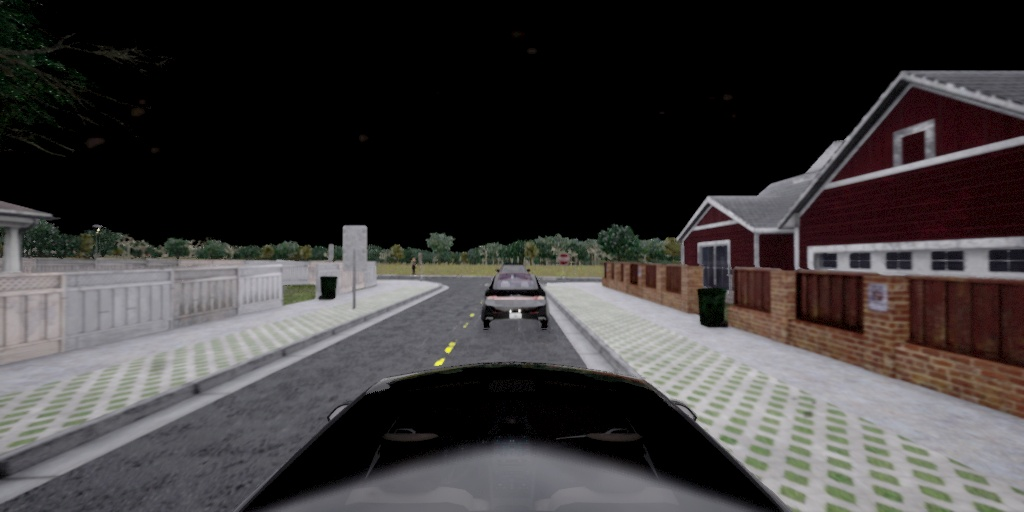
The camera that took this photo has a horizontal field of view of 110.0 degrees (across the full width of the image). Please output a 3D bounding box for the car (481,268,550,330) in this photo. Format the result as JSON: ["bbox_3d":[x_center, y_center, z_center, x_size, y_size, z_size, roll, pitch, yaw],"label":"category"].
[{"bbox_3d":[0.096,1.291,11.366,2.128,1.511,4.902,0,0,0],"label":"car"}]

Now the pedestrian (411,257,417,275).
[{"bbox_3d":[-9.708,0.994,35.436,0.375,1.860,0.375,0,-1,0],"label":"pedestrian"}]

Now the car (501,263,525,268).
[{"bbox_3d":[0.077,1.211,22.147,2.097,1.767,4.553,0,0,0],"label":"car"}]

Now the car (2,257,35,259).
[{"bbox_3d":[-44.612,0.860,32.247,4.892,1.490,1.837,1,-1,0],"label":"car"}]
